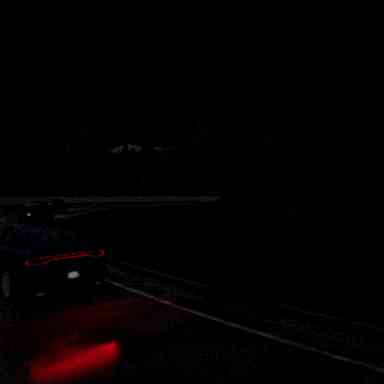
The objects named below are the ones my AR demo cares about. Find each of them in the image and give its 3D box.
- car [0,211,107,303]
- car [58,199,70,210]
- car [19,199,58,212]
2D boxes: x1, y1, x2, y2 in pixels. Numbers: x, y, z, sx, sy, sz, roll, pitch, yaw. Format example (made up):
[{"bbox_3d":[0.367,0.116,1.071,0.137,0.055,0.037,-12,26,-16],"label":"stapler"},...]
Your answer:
[{"bbox_3d":[-3.988,1.471,8.389,1.882,1.535,5.008,0,0,-42],"label":"car"},{"bbox_3d":[-16.128,1.500,38.911,1.812,1.442,4.674,0,0,7],"label":"car"},{"bbox_3d":[-12.663,1.499,27.254,1.812,1.442,4.674,0,0,-10],"label":"car"}]
